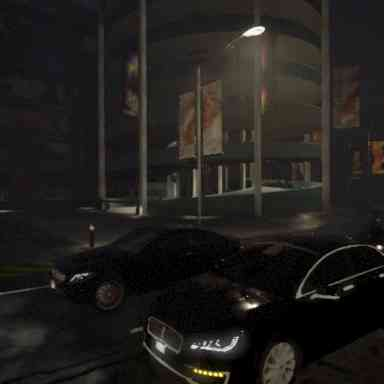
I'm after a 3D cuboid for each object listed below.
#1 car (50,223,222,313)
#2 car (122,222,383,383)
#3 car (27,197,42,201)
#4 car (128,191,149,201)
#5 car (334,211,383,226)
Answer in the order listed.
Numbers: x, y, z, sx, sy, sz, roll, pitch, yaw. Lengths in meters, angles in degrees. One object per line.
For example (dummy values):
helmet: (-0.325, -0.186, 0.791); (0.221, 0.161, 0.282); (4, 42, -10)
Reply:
car: (-0.771, 1.504, 7.747); (4.674, 1.442, 1.812); (0, 0, -36)
car: (1.618, 1.481, 5.156); (4.892, 1.490, 1.837); (0, 0, -36)
car: (-24.865, 1.401, 52.902); (1.895, 1.301, 4.718); (0, 0, -36)
car: (-10.356, 0.859, 64.404); (2.435, 2.045, 5.566); (0, 0, -36)
car: (6.982, 1.470, 13.284); (5.357, 1.411, 2.033); (0, 0, -35)
